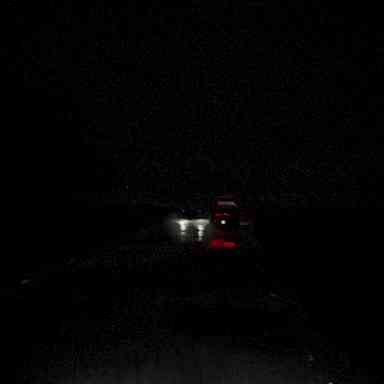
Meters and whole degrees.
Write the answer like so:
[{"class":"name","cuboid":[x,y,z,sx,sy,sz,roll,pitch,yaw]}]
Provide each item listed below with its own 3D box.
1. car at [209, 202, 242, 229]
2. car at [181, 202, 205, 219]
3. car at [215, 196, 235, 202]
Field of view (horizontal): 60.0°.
[{"class":"car","cuboid":[2.243,1.617,22.367,1.837,1.490,4.892,0,-1,9]},{"class":"car","cuboid":[0.161,1.703,31.617,1.882,1.535,5.008,0,-1,6]},{"class":"car","cuboid":[3.876,1.538,38.796,2.150,2.045,5.566,0,-1,2]}]
